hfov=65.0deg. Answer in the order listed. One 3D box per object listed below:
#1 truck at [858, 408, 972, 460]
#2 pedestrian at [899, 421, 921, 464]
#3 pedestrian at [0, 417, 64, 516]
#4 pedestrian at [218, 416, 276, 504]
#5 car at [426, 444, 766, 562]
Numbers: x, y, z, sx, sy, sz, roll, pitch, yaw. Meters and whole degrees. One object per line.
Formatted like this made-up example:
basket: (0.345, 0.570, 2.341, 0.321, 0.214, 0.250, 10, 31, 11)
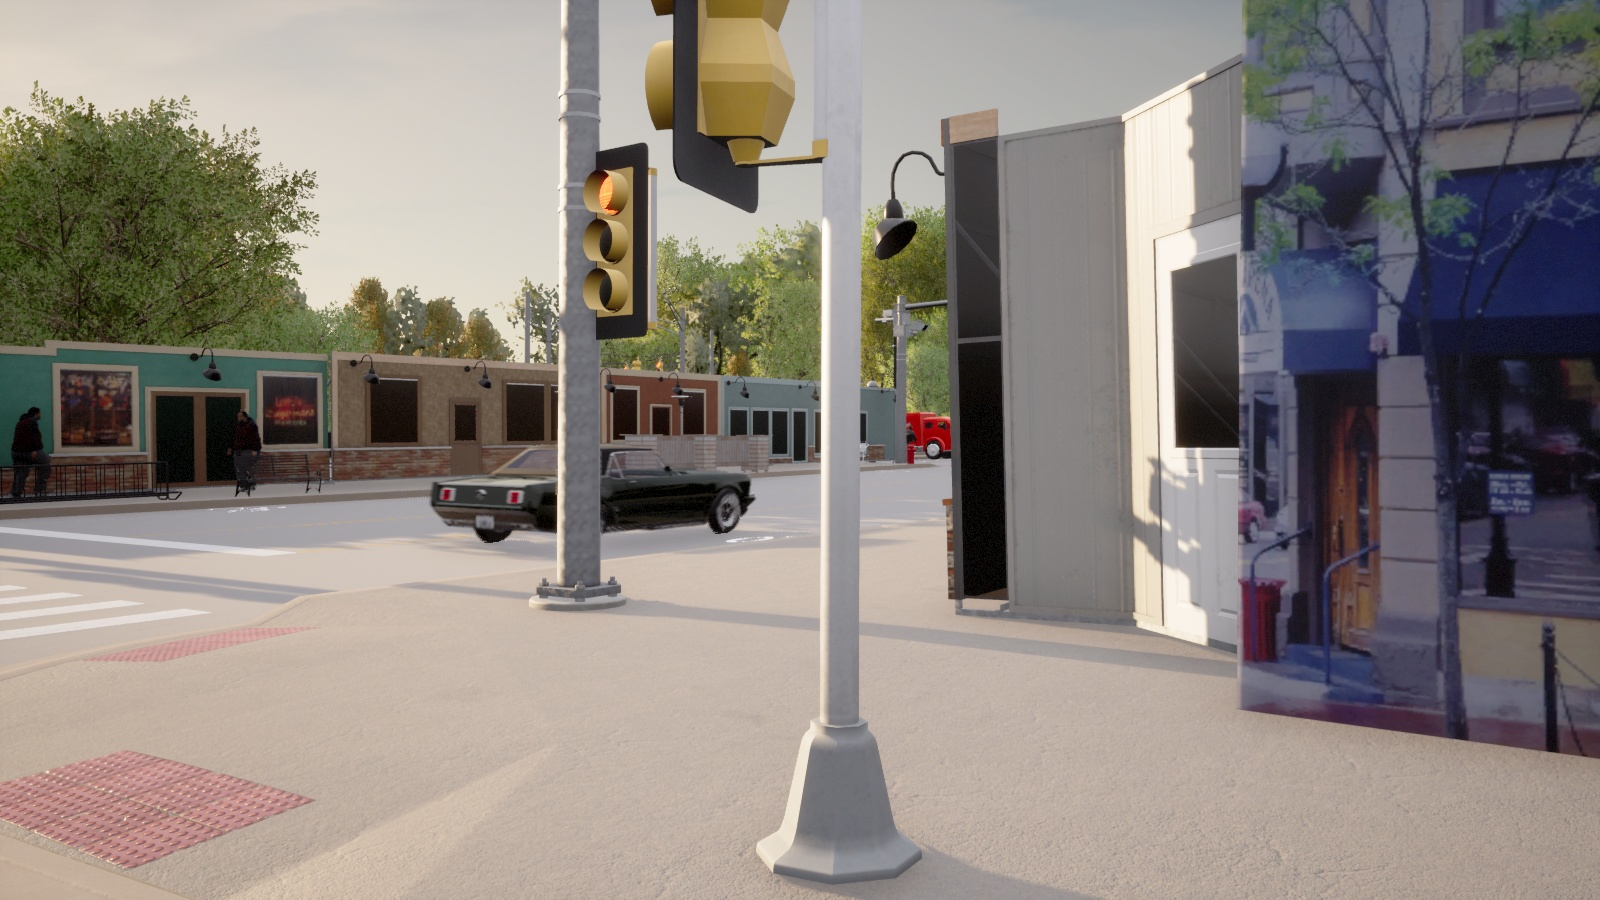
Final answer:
truck: (6.028, -0.824, 65.672, 5.204, 2.467, 2.627, -3, 0, 29)
pedestrian: (4.892, -0.345, 55.802, 0.563, 1.883, 0.849, 0, 1, 44)
pedestrian: (-14.597, 0.299, 23.816, 0.634, 1.844, 0.899, 0, 1, 34)
pedestrian: (-11.881, 0.205, 26.991, 0.634, 1.844, 0.899, 0, 1, 27)
car: (-2.611, 0.618, 17.277, 1.895, 1.301, 4.718, 0, 1, 34)
